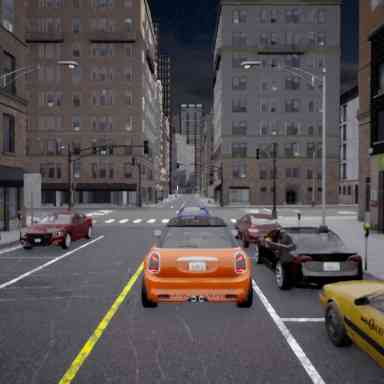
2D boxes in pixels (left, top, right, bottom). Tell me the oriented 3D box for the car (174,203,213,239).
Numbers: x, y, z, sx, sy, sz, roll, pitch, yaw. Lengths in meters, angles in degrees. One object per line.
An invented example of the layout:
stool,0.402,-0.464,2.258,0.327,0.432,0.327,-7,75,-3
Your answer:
car,0.099,1.472,18.385,1.882,1.535,5.008,0,0,1

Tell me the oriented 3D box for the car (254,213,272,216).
car,2.866,1.577,14.486,1.802,1.307,4.206,-1,0,0

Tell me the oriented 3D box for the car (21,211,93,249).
car,-5.679,1.540,14.483,1.887,1.381,4.507,-1,0,0

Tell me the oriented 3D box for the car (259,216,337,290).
car,2.866,1.563,8.900,1.947,1.339,4.313,-1,0,0

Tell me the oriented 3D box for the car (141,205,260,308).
car,0.097,1.350,8.097,2.097,1.767,4.553,0,0,0

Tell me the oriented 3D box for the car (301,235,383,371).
car,2.866,1.524,3.484,1.752,1.417,4.829,-1,0,0
